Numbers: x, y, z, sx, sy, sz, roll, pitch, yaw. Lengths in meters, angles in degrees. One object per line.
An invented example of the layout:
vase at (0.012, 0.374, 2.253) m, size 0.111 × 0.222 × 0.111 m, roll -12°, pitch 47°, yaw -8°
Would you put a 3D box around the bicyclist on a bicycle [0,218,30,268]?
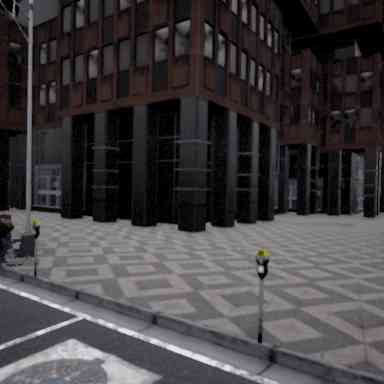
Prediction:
bicyclist on a bicycle at (-4.710, 1.168, 7.906) m, size 0.582 × 1.620 × 1.656 m, roll 2°, pitch 10°, yaw 34°
